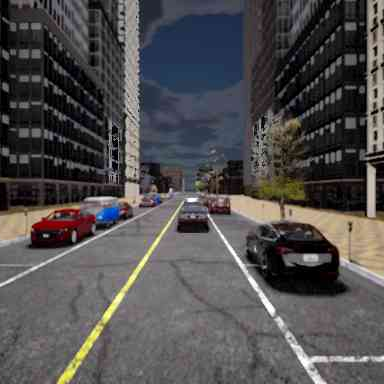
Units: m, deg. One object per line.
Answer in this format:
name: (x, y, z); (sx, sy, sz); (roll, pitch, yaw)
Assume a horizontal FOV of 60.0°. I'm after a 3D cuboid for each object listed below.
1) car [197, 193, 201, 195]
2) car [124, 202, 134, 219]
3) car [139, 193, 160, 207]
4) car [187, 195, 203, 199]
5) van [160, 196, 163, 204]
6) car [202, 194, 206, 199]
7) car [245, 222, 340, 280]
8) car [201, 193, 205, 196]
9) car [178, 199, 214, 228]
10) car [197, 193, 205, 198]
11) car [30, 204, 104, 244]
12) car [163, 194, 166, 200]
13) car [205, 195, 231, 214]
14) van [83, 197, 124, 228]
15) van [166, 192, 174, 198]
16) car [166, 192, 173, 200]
car: (2.528, 0.959, 77.872); (1.967, 1.590, 4.097); (0, 0, 0)
car: (-5.744, 1.425, 26.643); (1.802, 1.307, 4.206); (0, 0, 0)
car: (-5.780, 1.177, 43.717); (1.967, 1.590, 4.097); (0, 0, 0)
car: (0.015, 1.366, 39.144); (1.895, 1.301, 4.718); (0, 0, 0)
van: (-5.792, 1.043, 49.410); (1.690, 1.788, 3.998); (0, 0, 0)
car: (2.600, 1.318, 43.722); (1.802, 1.307, 4.206); (0, 0, 0)
car: (2.673, 1.509, 9.571); (1.947, 1.339, 4.313); (0, 0, 0)
car: (2.588, 1.225, 49.584); (1.752, 1.417, 4.829); (0, 0, 0)
car: (0.061, 1.424, 20.875); (2.033, 1.411, 5.357); (0, 0, 0)
car: (2.490, 0.958, 94.948); (2.008, 1.369, 4.403); (0, 0, 0)
car: (-5.720, 1.456, 15.258); (1.887, 1.381, 4.507); (0, 0, 0)
car: (-5.805, 1.231, 55.103); (1.947, 1.339, 4.313); (0, 0, 0)
car: (2.625, 1.247, 32.337); (1.967, 1.590, 4.097); (0, 0, 0)
van: (-5.731, 1.218, 20.949); (1.690, 1.788, 3.998); (0, 0, 0)
van: (-5.877, 0.787, 89.254); (1.690, 1.788, 3.998); (0, 0, 0)
car: (-5.853, 1.046, 77.700); (1.752, 1.417, 4.829); (0, 0, 0)
